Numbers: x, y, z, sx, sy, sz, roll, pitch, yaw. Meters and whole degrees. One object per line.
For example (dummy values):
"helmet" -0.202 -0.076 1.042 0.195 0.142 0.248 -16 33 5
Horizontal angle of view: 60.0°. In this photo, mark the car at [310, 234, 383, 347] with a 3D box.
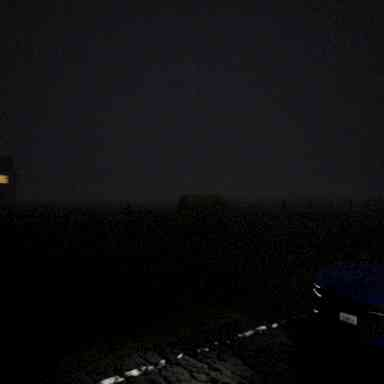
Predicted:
"car" 4.191 1.480 6.058 5.008 1.535 1.882 0 0 -36
